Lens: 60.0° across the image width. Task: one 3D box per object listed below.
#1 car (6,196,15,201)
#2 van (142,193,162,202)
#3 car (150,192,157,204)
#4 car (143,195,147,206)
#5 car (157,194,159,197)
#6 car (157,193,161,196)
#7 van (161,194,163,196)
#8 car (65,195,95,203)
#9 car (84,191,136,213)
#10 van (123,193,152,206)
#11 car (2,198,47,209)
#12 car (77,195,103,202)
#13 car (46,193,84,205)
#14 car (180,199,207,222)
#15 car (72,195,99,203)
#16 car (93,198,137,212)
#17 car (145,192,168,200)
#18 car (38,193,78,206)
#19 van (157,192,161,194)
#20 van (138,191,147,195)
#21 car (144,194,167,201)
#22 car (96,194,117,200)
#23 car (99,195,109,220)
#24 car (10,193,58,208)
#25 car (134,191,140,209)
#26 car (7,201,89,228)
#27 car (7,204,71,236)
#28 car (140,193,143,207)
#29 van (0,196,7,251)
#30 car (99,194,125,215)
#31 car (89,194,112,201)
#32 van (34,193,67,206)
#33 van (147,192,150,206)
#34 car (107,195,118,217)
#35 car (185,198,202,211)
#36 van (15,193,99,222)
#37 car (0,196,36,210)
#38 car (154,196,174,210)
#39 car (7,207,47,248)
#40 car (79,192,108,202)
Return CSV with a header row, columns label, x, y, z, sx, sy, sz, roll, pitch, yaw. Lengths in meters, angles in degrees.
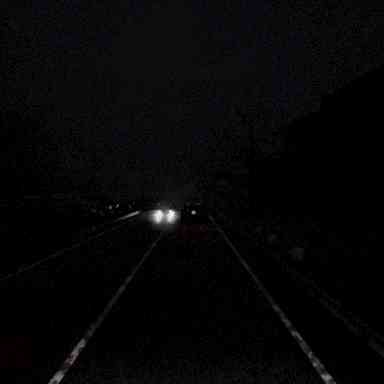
label,x,y,z,sx,sy,sz,roll,pitch,yaw
car,-21.786,1.457,35.465,5.366,1.575,1.946,0,0,0
van,-9.031,1.129,75.124,4.442,1.987,1.878,0,0,0
car,-8.873,1.207,52.691,5.566,2.045,2.435,0,0,0
car,-8.890,1.460,44.280,4.892,1.521,2.231,0,0,0
car,-8.904,1.483,61.103,4.674,1.452,2.002,0,0,0
car,-8.937,1.462,63.911,4.792,1.488,2.163,0,0,0
van,-8.794,1.172,69.514,4.442,1.987,1.878,0,0,0
car,-22.173,1.417,66.002,5.366,1.575,1.946,0,0,0
car,-8.862,1.208,33.067,5.566,2.045,2.435,0,0,0
van,-9.020,1.231,55.492,4.442,1.987,1.878,0,0,0
car,-21.947,1.489,43.793,4.792,1.488,2.163,0,0,0
car,-21.986,1.384,71.557,4.892,1.521,2.231,0,0,0
car,-21.955,1.201,57.672,5.566,2.045,2.435,0,0,0
car,0.121,1.489,26.001,2.163,1.488,4.792,0,0,0
car,-21.985,1.403,68.779,5.008,1.535,2.097,0,0,0
car,-8.891,1.499,38.674,4.674,1.452,2.002,0,0,0
car,-8.891,1.037,83.534,5.566,2.045,2.435,0,0,0
car,-22.011,1.206,54.895,5.566,2.045,2.435,0,0,0
van,-9.026,1.190,66.712,4.442,1.987,1.878,0,0,0
van,-9.015,1.233,47.084,4.442,1.987,1.878,0,0,0
car,-8.732,1.307,80.732,5.366,1.575,1.946,0,0,0
car,-22.029,1.303,85.434,4.792,1.488,2.163,0,0,0
car,-8.917,1.335,24.657,4.553,1.767,2.185,0,0,0
car,-22.006,1.207,46.568,5.566,2.045,2.435,0,0,0
car,-8.863,1.208,35.871,5.566,2.045,2.435,0,0,0
car,-8.877,1.461,19.051,5.008,1.535,2.097,0,0,0
car,-8.851,1.491,16.248,4.792,1.488,2.163,0,0,0
car,-8.926,1.333,41.477,4.553,1.767,2.185,0,0,0
van,-8.761,1.236,10.641,4.442,1.987,1.878,0,0,0
car,-8.857,1.334,30.264,4.553,1.767,2.185,0,0,0
car,-22.002,1.317,79.883,5.008,1.535,2.097,0,0,0
van,-22.097,1.232,52.119,4.442,1.987,1.878,0,0,0
van,-9.016,1.232,49.887,4.442,1.987,1.878,0,0,0
car,-8.856,1.335,27.461,4.553,1.767,2.185,0,0,0
car,0.134,1.524,42.108,2.033,1.411,5.357,0,0,0
van,-8.767,1.235,21.854,4.442,1.987,1.878,0,0,0
car,-22.005,1.334,41.015,4.553,1.767,2.185,0,0,0
car,-3.309,1.578,42.303,1.895,1.301,4.718,0,0,0
car,-8.850,1.491,13.444,4.792,1.488,2.163,0,0,0
car,-21.965,1.110,74.329,5.566,2.045,2.435,0,0,0
